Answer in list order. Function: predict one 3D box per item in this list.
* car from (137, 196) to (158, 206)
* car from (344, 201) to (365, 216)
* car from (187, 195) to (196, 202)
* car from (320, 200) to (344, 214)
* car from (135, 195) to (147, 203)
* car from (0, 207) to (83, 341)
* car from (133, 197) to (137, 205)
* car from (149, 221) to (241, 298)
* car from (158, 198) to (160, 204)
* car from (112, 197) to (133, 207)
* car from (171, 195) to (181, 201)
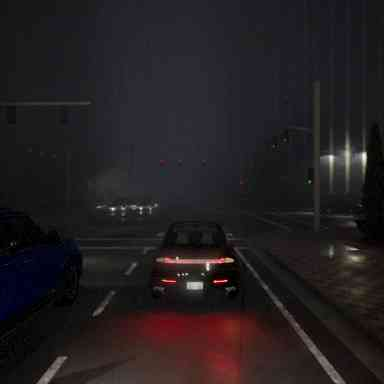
[{"bbox_3d":[-7.178,1.505,53.999,1.837,1.490,4.892,0,0,0],"label":"car"},{"bbox_3d":[17.482,1.505,31.430,4.892,1.490,1.837,0,0,-1],"label":"car"},{"bbox_3d":[-0.128,1.429,75.523,1.837,1.490,4.892,0,0,0],"label":"car"},{"bbox_3d":[15.234,1.564,34.904,4.181,1.385,1.994,0,0,-1],"label":"car"},{"bbox_3d":[-10.618,1.477,69.782,1.882,1.535,5.008,0,0,0],"label":"car"},{"bbox_3d":[-3.450,1.221,4.845,2.150,2.045,5.566,0,0,1],"label":"car"},{"bbox_3d":[-10.670,1.601,59.340,1.895,1.301,4.718,0,0,0],"label":"car"},{"bbox_3d":[0.079,1.492,8.477,2.128,1.511,4.902,0,0,1],"label":"car"},{"bbox_3d":[-7.164,1.564,62.908,1.994,1.385,4.181,0,0,0],"label":"car"},{"bbox_3d":[-10.683,1.526,50.231,1.812,1.442,4.674,0,0,0],"label":"car"},{"bbox_3d":[-3.629,1.339,76.057,1.812,1.442,4.674,0,0,0],"label":"car"}]
